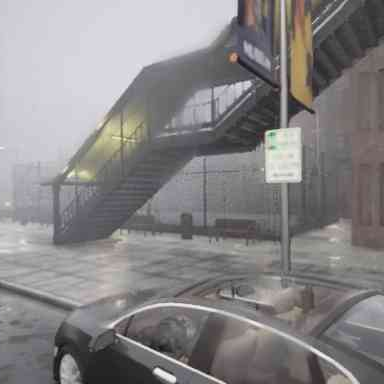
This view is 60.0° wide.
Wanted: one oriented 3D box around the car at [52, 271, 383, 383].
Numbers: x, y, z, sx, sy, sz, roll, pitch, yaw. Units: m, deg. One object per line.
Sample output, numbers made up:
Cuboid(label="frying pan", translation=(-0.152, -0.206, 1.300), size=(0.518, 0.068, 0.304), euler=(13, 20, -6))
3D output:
Cuboid(label="car", translation=(0.458, 1.492, 2.935), size=(2.231, 1.521, 4.892), euler=(0, 0, -45))
